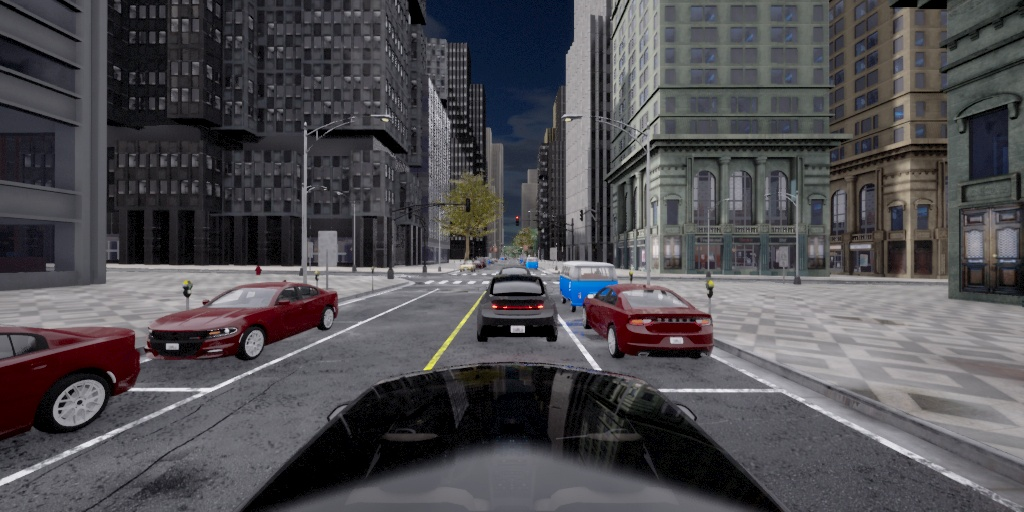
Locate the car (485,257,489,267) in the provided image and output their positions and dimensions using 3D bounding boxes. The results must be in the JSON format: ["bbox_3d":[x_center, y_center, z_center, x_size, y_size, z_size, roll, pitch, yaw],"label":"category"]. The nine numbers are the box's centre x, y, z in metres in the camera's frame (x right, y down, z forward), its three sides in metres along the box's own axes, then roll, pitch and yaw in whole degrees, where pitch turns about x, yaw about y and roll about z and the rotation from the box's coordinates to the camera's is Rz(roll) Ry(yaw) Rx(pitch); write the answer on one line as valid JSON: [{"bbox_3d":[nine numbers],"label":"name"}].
[{"bbox_3d":[-5.628,1.100,62.297,2.192,1.841,5.009,0,0,0],"label":"car"}]

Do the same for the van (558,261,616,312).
[{"bbox_3d":[2.803,1.093,13.823,1.690,1.789,3.998,0,0,0],"label":"van"}]

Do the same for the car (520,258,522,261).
[{"bbox_3d":[2.897,1.331,62.633,1.888,1.381,4.507,0,0,0],"label":"car"}]

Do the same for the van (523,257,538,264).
[{"bbox_3d":[2.874,1.116,51.807,1.690,1.789,3.998,0,0,0],"label":"van"}]

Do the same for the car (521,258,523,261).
[{"bbox_3d":[2.886,1.346,57.220,1.948,1.339,4.313,0,0,0],"label":"car"}]

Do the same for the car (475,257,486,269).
[{"bbox_3d":[-5.640,1.325,57.008,1.888,1.381,4.507,0,0,0],"label":"car"}]

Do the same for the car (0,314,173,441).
[{"bbox_3d":[-5.776,1.295,2.810,1.888,1.381,4.507,0,0,0],"label":"car"}]

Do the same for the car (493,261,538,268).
[{"bbox_3d":[0.134,1.231,18.950,1.882,1.535,5.008,0,0,0],"label":"car"}]

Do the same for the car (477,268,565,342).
[{"bbox_3d":[0.119,1.256,9.774,1.837,1.490,4.892,0,0,0],"label":"car"}]

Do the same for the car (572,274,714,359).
[{"bbox_3d":[2.790,1.296,8.298,1.888,1.381,4.507,0,0,0],"label":"car"}]

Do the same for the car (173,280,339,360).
[{"bbox_3d":[-5.765,1.296,8.335,1.888,1.381,4.507,0,0,0],"label":"car"}]

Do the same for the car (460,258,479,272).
[{"bbox_3d":[-5.670,1.296,46.258,1.751,1.417,4.829,0,0,0],"label":"car"}]
